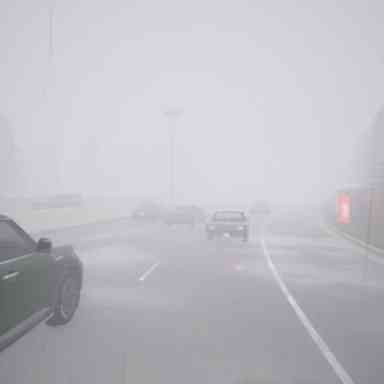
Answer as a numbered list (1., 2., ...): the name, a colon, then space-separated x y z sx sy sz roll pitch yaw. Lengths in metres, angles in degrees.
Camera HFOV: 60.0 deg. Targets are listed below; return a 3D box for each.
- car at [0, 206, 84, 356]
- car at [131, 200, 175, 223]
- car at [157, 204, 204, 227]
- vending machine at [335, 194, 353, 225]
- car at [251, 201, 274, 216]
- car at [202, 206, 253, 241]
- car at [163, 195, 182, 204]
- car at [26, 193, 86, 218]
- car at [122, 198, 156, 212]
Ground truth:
1. car: -3.212 1.204 3.936 2.150 2.045 5.566 0 0 3
2. car: -3.016 1.536 25.570 1.994 1.385 4.181 0 0 16
3. car: -0.315 1.533 22.563 2.033 1.411 5.357 0 0 15
4. vending machine: 10.896 1.234 23.884 1.100 2.100 0.880 0 0 18
5. car: 6.996 1.579 33.410 1.994 1.385 4.181 0 0 20
6. car: 1.941 1.601 16.800 1.895 1.301 4.718 0 0 11
7. car: -3.810 1.453 64.528 1.837 1.490 4.892 0 0 21
8. car: -12.531 1.145 31.210 2.150 2.045 5.566 0 0 18
9. car: -6.144 1.475 38.886 1.812 1.442 4.674 0 0 21
